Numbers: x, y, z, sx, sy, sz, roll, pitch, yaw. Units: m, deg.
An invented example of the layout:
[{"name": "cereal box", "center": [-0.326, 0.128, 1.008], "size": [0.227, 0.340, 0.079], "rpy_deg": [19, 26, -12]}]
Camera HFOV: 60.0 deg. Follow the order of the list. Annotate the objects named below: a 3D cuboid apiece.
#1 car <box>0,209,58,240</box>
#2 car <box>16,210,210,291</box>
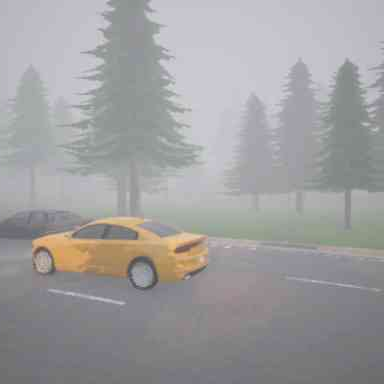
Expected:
[{"name": "car", "center": [-6.627, 1.450, 14.476], "size": [5.357, 1.411, 2.033], "rpy_deg": [0, 0, 16]}, {"name": "car", "center": [-2.010, 1.415, 8.767], "size": [5.008, 1.535, 1.882], "rpy_deg": [0, 0, 25]}]
